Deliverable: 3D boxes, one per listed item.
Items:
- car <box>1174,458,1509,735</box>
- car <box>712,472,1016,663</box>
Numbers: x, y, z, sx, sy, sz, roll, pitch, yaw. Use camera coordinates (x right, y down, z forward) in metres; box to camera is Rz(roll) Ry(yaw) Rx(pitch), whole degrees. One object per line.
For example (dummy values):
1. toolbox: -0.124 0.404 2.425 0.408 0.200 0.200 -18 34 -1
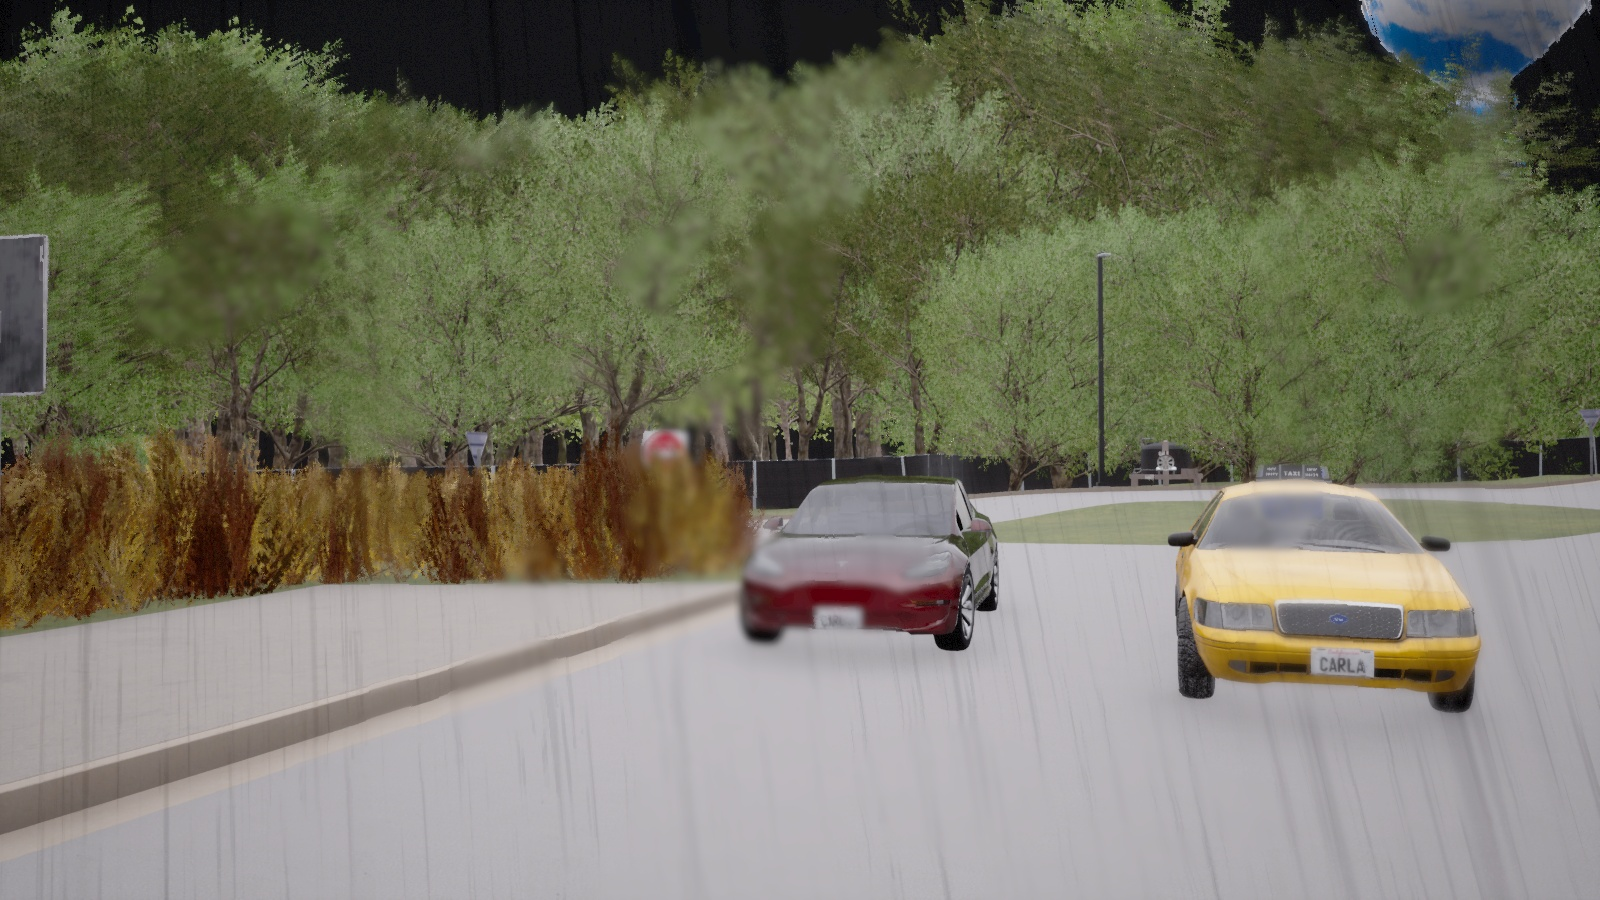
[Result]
1. car: 3.950 0.863 10.039 1.801 1.575 5.366 0 0 16
2. car: 0.887 0.986 12.515 2.163 1.488 4.792 -1 -1 13
